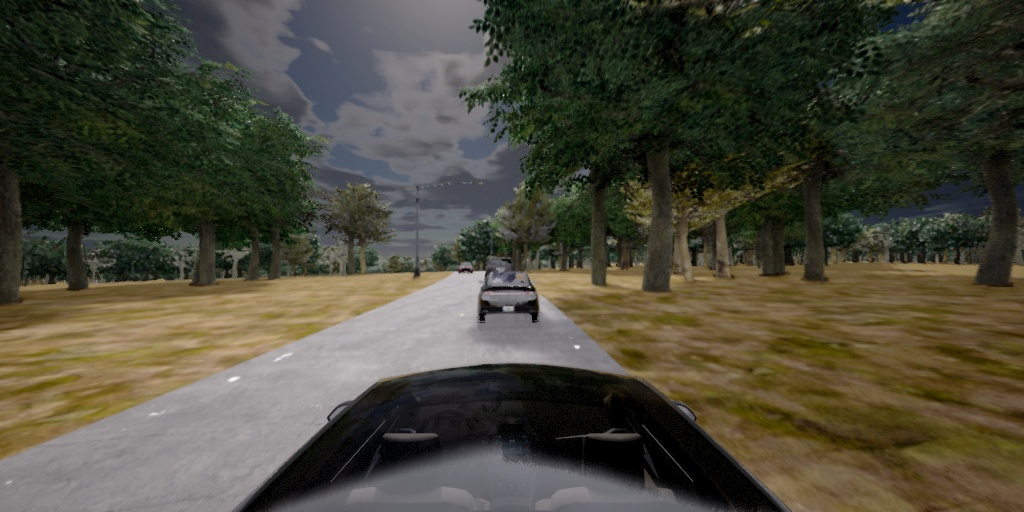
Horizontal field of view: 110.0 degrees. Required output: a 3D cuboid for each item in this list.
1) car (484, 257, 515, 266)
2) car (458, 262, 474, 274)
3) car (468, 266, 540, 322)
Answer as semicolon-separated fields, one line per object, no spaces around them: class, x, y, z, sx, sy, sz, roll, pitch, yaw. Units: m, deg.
car;-0.925;1.121;27.367;2.150;2.045;5.566;0;0;-4
car;-6.582;1.631;51.362;2.097;1.767;4.553;0;-1;-8
car;-0.150;1.262;12.327;2.128;1.511;4.902;0;0;-2
